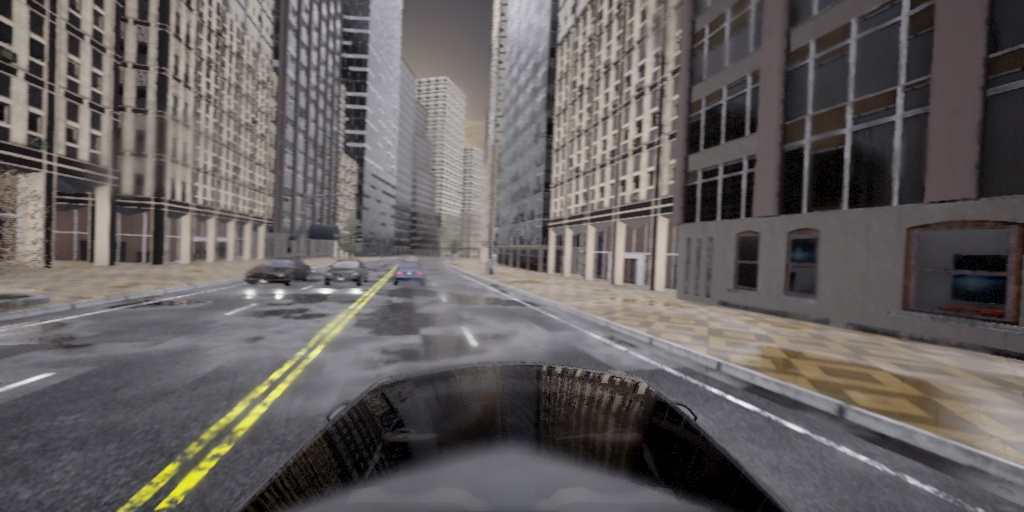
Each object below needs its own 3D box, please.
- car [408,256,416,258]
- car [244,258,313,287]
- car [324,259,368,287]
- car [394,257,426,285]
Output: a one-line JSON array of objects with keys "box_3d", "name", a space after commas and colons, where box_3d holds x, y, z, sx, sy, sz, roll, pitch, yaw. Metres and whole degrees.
[{"box_3d": [-14.406, 0.736, 51.409, 1.812, 1.442, 4.674, 2, 0, -15], "name": "car"}, {"box_3d": [-12.594, 0.823, 19.768, 2.033, 1.411, 5.357, 2, 0, -15], "name": "car"}, {"box_3d": [-9.562, 0.916, 20.997, 1.812, 1.442, 4.674, 2, 0, -15], "name": "car"}, {"box_3d": [-6.625, 1.048, 23.297, 2.033, 1.411, 5.357, 2, 0, -15], "name": "car"}]
